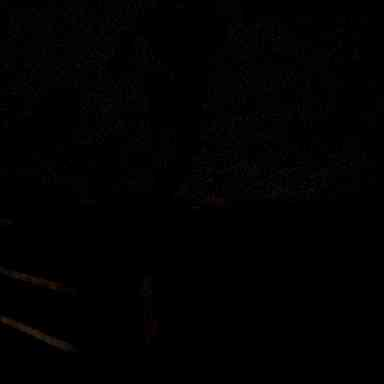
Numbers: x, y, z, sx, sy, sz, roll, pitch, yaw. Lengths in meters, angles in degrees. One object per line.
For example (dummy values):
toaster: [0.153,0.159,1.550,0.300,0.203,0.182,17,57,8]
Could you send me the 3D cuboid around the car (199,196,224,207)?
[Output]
car: [2.978,1.393,50.725,1.882,1.535,5.008,0,0,36]
